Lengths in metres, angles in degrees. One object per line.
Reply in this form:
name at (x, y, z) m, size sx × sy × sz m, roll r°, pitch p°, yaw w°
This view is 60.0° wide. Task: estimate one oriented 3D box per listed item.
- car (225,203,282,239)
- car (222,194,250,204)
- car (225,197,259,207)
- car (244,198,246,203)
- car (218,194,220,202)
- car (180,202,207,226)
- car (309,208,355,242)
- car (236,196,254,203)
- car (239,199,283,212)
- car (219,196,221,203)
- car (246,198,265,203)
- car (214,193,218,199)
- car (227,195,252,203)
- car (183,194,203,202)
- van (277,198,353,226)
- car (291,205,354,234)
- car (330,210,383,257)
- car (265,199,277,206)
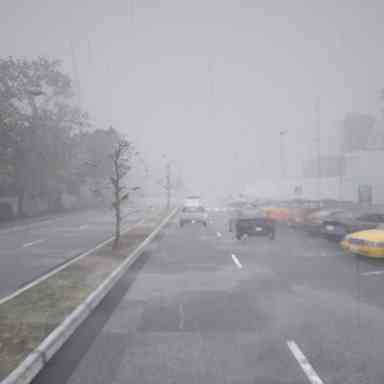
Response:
car at (3.100, 1.584, 17.942) m, size 1.882 × 1.535 × 5.008 m, roll 0°, pitch 0°, yaw 0°
car at (8.100, 1.289, 50.826) m, size 5.566 × 2.045 × 2.435 m, roll 1°, pitch 0°, yaw -20°
car at (8.076, 1.544, 53.790) m, size 5.008 × 1.535 × 2.097 m, roll 1°, pitch 0°, yaw -20°
car at (8.097, 1.597, 32.931) m, size 4.792 × 1.488 × 2.163 m, roll 1°, pitch 0°, yaw -20°
car at (8.096, 1.597, 62.753) m, size 4.792 × 1.488 × 2.163 m, roll 1°, pitch 0°, yaw -20°
car at (0.101, 1.703, 24.711) m, size 1.895 × 1.301 × 4.718 m, roll 0°, pitch 0°, yaw 0°
car at (8.097, 1.624, 15.027) m, size 4.792 × 1.488 × 2.163 m, roll 1°, pitch 0°, yaw -20°
car at (7.897, 1.551, 35.835) m, size 5.366 × 1.575 × 1.946 m, roll 1°, pitch 0°, yaw -20°
car at (8.066, 1.589, 38.884) m, size 4.674 × 1.452 × 2.002 m, roll 1°, pitch 0°, yaw -20°
car at (8.244, 1.557, 59.823) m, size 5.366 × 1.575 × 1.946 m, roll 1°, pitch 0°, yaw -20°
car at (7.897, 1.574, 29.869) m, size 5.366 × 1.575 × 1.946 m, roll 1°, pitch 1°, yaw -20°
car at (7.898, 1.580, 68.639) m, size 5.366 × 1.575 × 1.946 m, roll 1°, pitch 0°, yaw -20°
car at (8.080, 1.541, 47.824) m, size 4.892 × 1.521 × 2.231 m, roll 1°, pitch 0°, yaw -20°
car at (0.102, 1.276, 40.681) m, size 2.150 × 2.045 × 5.566 m, roll 0°, pitch 0°, yaw 0°
van at (7.965, 1.374, 20.932) m, size 4.442 × 1.987 × 1.878 m, roll 1°, pitch 0°, yaw -20°
car at (8.065, 1.638, 17.999) m, size 4.674 × 1.452 × 2.002 m, roll 1°, pitch 0°, yaw -20°
car at (7.898, 1.575, 11.958) m, size 5.366 × 1.575 × 1.946 m, roll 1°, pitch 0°, yaw -20°
car at (8.043, 1.470, 23.959) m, size 4.553 × 1.767 × 2.185 m, roll 1°, pitch 0°, yaw -20°
